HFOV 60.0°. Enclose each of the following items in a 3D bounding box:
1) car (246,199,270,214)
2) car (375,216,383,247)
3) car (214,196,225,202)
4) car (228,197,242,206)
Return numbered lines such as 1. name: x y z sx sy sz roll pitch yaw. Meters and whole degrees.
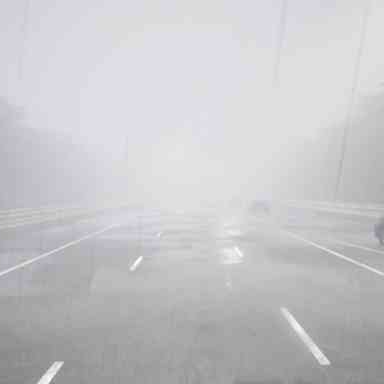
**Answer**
1. car: 7.017 1.512 35.438 1.837 1.490 4.892 0 0 0
2. car: 9.096 1.240 11.631 2.150 2.045 5.566 0 0 -11
3. car: 7.125 1.719 83.804 1.812 1.442 4.674 0 -1 0
4. car: 7.018 1.500 54.451 1.882 1.535 5.008 0 0 0
